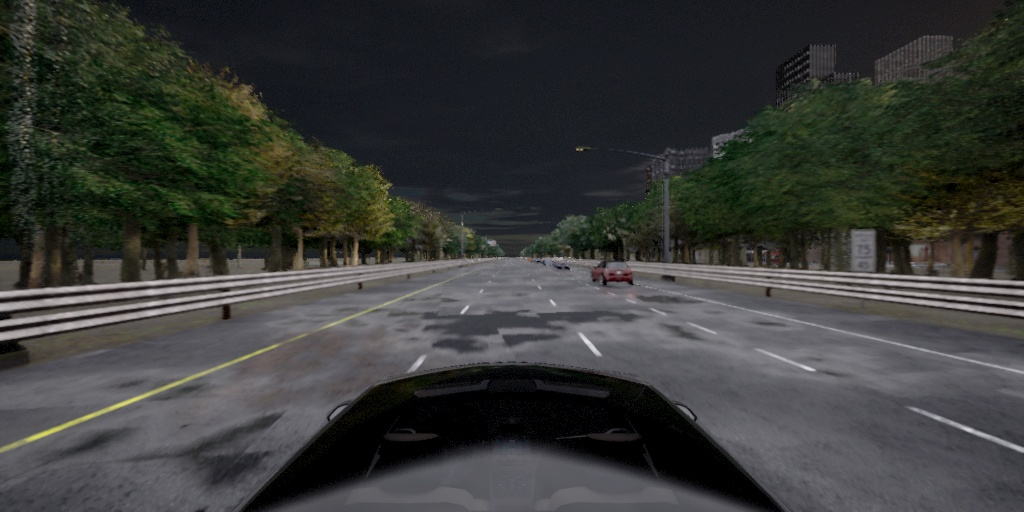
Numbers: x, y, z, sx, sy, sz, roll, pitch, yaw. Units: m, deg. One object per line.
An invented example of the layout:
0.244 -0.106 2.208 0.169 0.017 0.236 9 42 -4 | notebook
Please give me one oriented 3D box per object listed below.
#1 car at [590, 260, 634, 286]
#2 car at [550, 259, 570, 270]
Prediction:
7.006 1.109 25.661 2.097 1.767 4.553 0 0 0 | car
7.018 1.380 51.659 1.895 1.301 4.718 0 0 0 | car
